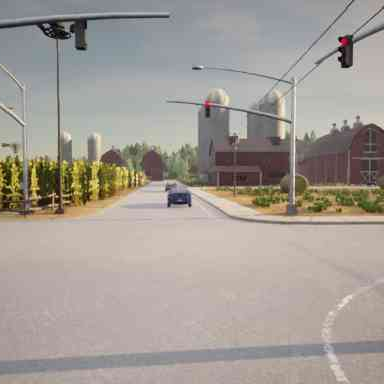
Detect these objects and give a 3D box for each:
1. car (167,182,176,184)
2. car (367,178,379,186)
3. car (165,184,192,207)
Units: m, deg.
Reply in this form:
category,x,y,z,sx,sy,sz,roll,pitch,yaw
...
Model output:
category,x,y,z,sx,sy,sz,roll,pitch,yaw
car,-3.322,-0.797,52.804,2.128,1.511,4.902,0,3,-5
car,42.397,-2.310,77.478,1.905,1.878,3.866,10,10,41
car,-1.102,0.354,27.571,1.882,1.535,5.008,0,3,-4
